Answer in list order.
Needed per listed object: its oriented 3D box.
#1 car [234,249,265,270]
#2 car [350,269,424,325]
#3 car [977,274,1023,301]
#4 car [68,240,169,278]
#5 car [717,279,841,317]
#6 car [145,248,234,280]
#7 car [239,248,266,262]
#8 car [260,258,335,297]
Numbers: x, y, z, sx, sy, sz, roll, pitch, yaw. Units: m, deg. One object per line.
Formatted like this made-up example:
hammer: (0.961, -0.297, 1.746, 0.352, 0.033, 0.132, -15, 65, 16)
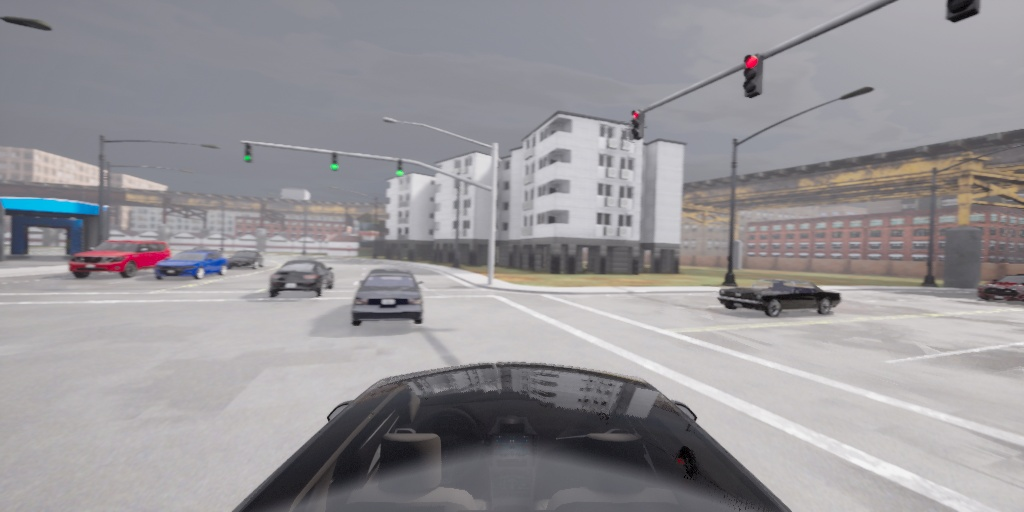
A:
car: (-21.857, 0.282, 29.576, 1.837, 1.490, 4.892, 1, 1, -26)
car: (-3.706, 1.101, 10.970, 2.033, 1.411, 5.357, 2, 0, -17)
car: (30.451, 1.870, 21.293, 4.553, 1.767, 2.097, 2, 1, -13)
car: (-21.958, 0.104, 20.506, 2.150, 2.045, 5.566, 2, 1, -20)
car: (10.523, 1.578, 14.191, 4.718, 1.301, 1.895, 1, 1, -20)
car: (-18.379, 0.470, 20.783, 1.882, 1.535, 5.008, 2, 1, -20)
car: (-30.366, -0.109, 41.910, 1.812, 1.442, 4.674, 1, 1, -44)
car: (-8.863, 0.873, 15.373, 1.812, 1.442, 4.674, 2, 1, -19)
